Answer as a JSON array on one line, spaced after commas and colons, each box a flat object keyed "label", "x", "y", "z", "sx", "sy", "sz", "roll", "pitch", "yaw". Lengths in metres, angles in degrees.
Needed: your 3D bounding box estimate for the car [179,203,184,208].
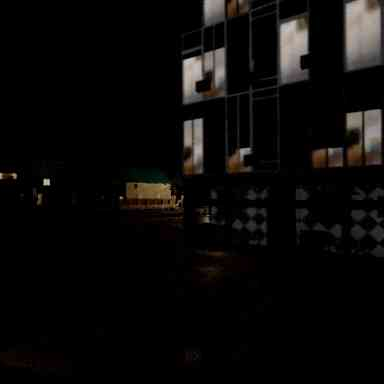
[{"label": "car", "x": -0.139, "y": 2.139, "z": 59.246, "sx": 1.837, "sy": 1.490, "sz": 4.892, "roll": -1, "pitch": -1, "yaw": 43}]
